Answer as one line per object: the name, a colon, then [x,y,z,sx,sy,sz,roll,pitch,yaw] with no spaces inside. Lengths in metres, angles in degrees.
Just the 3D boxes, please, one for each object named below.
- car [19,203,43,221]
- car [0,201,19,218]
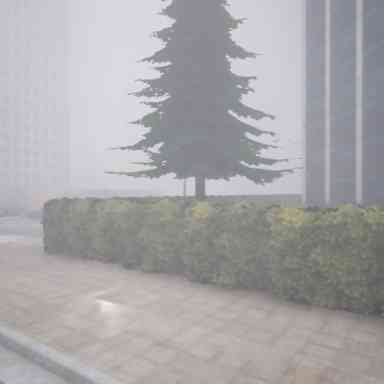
car: [-10.803,1.479,26.825,1.882,1.535,5.008,0,0,35]
car: [-15.287,1.485,26.560,2.128,1.511,4.902,0,0,35]
